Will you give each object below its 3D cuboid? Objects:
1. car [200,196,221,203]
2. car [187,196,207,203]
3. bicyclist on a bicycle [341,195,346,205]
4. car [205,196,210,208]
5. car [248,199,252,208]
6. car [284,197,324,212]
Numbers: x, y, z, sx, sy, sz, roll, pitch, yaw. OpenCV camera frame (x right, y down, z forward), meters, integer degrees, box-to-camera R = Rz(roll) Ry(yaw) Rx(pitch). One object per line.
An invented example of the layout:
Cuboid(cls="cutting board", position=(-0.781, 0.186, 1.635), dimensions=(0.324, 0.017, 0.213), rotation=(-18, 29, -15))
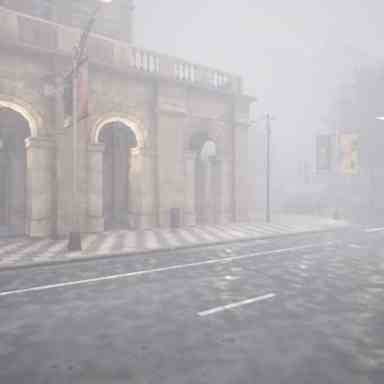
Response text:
Cuboid(cls="car", position=(3.943, 1.569, 73.232), dimensions=(1.882, 1.535, 5.008), rotation=(0, 0, -36))
Cuboid(cls="car", position=(1.101, 1.608, 71.190), dimensions=(1.812, 1.442, 4.674), rotation=(0, 0, -36))
Cuboid(cls="bicyclist on a bicycle", position=(25.681, 1.413, 56.493), dimensions=(1.656, 1.620, 0.582), rotation=(0, 0, -36))
Cuboid(cls="car", position=(1.057, 1.653, 45.978), dimensions=(1.895, 1.301, 4.718), rotation=(0, 0, -36))
Cuboid(cls="car", position=(6.477, 1.294, 49.832), dimensions=(2.150, 2.045, 5.566), rotation=(0, 0, -36))
Cuboid(cls="car", position=(13.475, 1.424, 40.092), dimensions=(2.097, 1.767, 4.553), rotation=(0, 0, -36))
